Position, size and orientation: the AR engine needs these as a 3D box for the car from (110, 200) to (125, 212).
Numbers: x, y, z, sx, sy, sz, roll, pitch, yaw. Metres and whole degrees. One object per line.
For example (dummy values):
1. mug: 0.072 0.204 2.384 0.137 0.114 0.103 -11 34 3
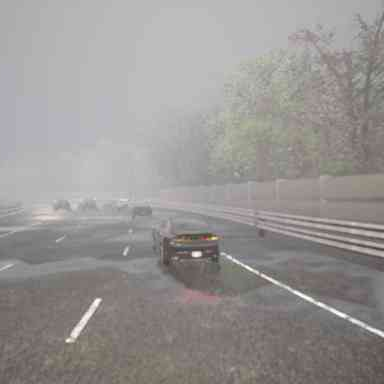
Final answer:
1. car: -9.133 1.881 43.968 1.812 1.442 4.674 0 0 -24

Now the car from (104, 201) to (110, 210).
1. car: -11.720 1.956 49.622 2.033 1.411 5.357 0 0 -28

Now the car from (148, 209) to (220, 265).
1. car: -0.368 1.594 12.215 1.837 1.490 4.892 -1 0 -12

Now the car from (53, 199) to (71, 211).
1. car: -18.806 1.784 47.967 2.097 1.767 4.553 0 -1 -28

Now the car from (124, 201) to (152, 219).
1. car: -5.132 1.733 32.559 1.882 1.535 5.008 0 -1 -18

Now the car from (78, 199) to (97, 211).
1. car: -15.485 1.776 49.172 2.097 1.767 4.553 0 -1 -28
